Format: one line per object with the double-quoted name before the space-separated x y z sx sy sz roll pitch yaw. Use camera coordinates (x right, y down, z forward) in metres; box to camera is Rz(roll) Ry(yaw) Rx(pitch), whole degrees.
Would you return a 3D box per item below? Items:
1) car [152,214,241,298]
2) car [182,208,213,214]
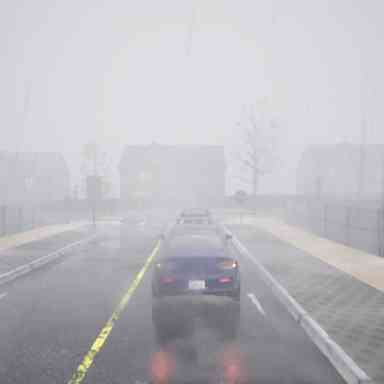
"car" 0.080 1.523 8.360 1.812 1.442 4.674 0 0 0
"car" 0.296 1.603 19.757 1.895 1.301 4.718 0 0 5
